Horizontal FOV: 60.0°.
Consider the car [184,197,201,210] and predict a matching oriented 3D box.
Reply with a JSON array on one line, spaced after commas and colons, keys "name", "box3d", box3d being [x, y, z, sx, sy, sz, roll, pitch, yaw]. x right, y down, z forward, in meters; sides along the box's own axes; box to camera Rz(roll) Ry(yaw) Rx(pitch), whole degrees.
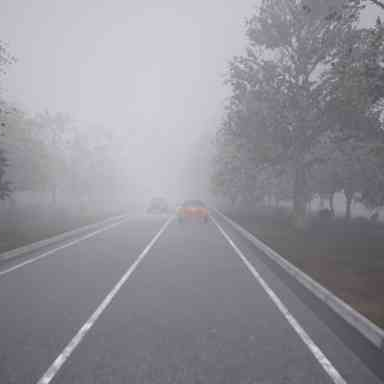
[{"name": "car", "box3d": [0.081, 1.416, 42.891, 2.128, 1.511, 4.902, 0, 0, 0]}]

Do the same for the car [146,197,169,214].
[{"name": "car", "box3d": [-3.604, 1.308, 35.316, 2.097, 1.767, 4.553, 0, 0, 0]}]

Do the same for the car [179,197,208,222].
[{"name": "car", "box3d": [0.089, 1.331, 26.011, 2.097, 1.767, 4.553, 0, 0, 0]}]
